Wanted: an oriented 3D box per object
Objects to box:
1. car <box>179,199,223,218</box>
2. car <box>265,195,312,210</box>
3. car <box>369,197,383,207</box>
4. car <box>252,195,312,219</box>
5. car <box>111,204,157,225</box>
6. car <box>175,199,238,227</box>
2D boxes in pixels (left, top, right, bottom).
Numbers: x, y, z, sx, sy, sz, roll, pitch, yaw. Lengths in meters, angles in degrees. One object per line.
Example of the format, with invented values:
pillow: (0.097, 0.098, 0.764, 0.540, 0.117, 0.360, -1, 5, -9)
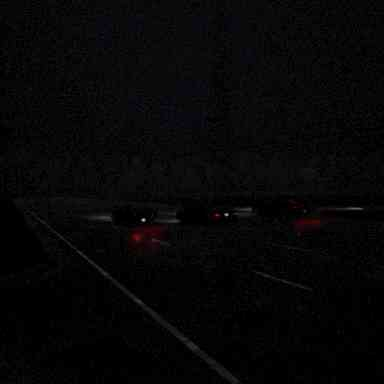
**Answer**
car: (0.701, 1.345, 28.965, 1.994, 1.385, 4.181, -1, 1, -29)
car: (10.136, 1.093, 34.994, 4.674, 1.442, 1.812, -1, 0, 18)
car: (19.974, 0.964, 33.133, 4.181, 1.385, 1.994, -1, 0, 3)
car: (6.666, 1.174, 25.409, 1.882, 1.535, 5.008, -1, 1, -29)
car: (-4.224, 1.510, 23.410, 1.895, 1.301, 4.718, -1, 0, -29)
car: (0.793, 1.378, 21.570, 2.033, 1.411, 5.357, -1, 0, -29)
